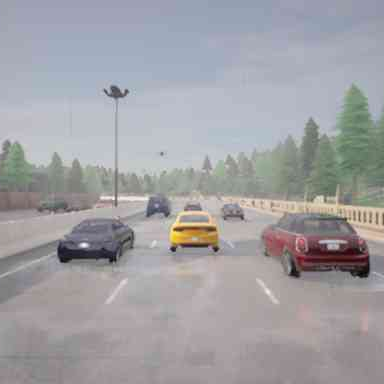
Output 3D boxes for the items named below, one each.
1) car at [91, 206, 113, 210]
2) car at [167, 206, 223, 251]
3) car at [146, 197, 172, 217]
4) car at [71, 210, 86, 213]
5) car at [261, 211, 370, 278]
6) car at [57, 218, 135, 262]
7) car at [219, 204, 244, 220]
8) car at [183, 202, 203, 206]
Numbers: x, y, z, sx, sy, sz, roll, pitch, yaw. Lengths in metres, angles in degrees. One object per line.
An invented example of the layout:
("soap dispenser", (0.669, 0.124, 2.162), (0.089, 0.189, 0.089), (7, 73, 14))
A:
("car", (-10.566, 1.664, 40.841), (2.097, 1.767, 4.553), (0, 0, 0))
("car", (0.107, 1.591, 14.751), (1.882, 1.535, 5.008), (0, 0, 0))
("car", (-3.385, 1.488, 34.582), (2.150, 2.045, 5.566), (0, 0, 0))
("car", (-14.059, 1.887, 42.053), (1.994, 1.385, 4.181), (0, -1, 0))
("car", (3.605, 1.434, 10.602), (2.097, 1.767, 4.553), (0, 0, 0))
("car", (-3.394, 1.660, 12.479), (1.994, 1.385, 4.181), (0, 0, 0))
("car", (3.614, 1.783, 30.677), (2.033, 1.411, 5.357), (0, 0, 0))
("car", (0.114, 1.763, 35.225), (2.128, 1.511, 4.902), (0, 0, 0))
